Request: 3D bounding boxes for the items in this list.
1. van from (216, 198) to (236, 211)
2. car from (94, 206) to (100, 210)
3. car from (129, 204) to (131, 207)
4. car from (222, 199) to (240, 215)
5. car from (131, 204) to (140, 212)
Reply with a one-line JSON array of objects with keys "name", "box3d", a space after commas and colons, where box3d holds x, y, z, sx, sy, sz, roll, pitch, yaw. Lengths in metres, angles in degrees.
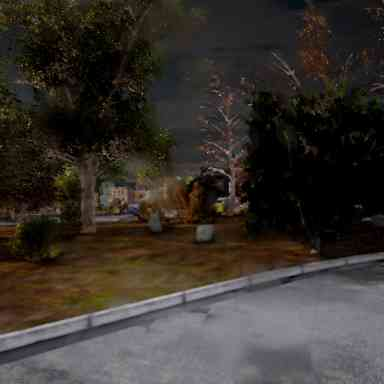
[{"name": "van", "box3d": [4.885, 1.675, 39.406, 4.442, 1.987, 1.878, 0, -2, -36]}, {"name": "car", "box3d": [-23.274, 4.205, 78.570, 4.674, 1.452, 2.002, 0, -3, -35]}, {"name": "car", "box3d": [-9.244, 2.827, 58.732, 4.553, 1.767, 2.185, 0, -3, -36]}, {"name": "car", "box3d": [6.282, 1.809, 36.960, 5.366, 1.575, 1.946, 0, -2, -36]}, {"name": "car", "box3d": [-7.347, 2.836, 56.186, 4.674, 1.452, 2.002, 0, -3, -36]}]
